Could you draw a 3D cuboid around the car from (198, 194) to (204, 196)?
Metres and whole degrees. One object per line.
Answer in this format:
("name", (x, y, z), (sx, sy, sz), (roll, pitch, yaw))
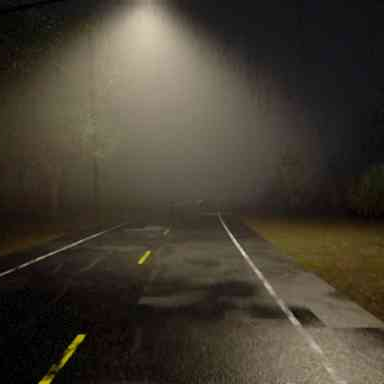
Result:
("car", (2.694, 1.278, 87.021), (2.097, 1.767, 4.553), (0, 0, 8))

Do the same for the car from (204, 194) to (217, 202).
("car", (4.090, 1.506, 69.630), (1.994, 1.385, 4.181), (0, 0, 7))

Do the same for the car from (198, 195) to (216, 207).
("car", (2.317, 1.536, 51.275), (1.994, 1.385, 4.181), (0, 0, 5))
